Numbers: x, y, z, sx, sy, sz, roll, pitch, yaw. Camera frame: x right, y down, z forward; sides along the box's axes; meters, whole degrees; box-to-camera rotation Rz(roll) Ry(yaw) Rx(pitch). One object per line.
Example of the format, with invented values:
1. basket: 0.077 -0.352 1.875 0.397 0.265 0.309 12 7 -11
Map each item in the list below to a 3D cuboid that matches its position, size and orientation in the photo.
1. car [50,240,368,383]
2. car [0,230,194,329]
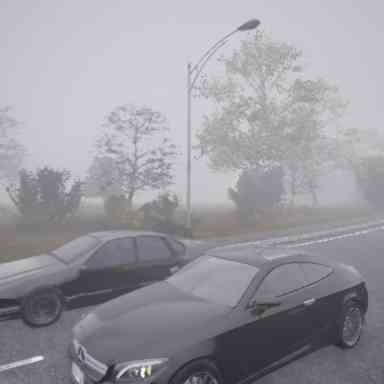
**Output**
1. car: 0.731 1.539 4.688 4.674 1.442 1.812 0 0 -37
2. car: -1.668 1.569 7.215 5.357 1.411 2.033 0 0 -37
